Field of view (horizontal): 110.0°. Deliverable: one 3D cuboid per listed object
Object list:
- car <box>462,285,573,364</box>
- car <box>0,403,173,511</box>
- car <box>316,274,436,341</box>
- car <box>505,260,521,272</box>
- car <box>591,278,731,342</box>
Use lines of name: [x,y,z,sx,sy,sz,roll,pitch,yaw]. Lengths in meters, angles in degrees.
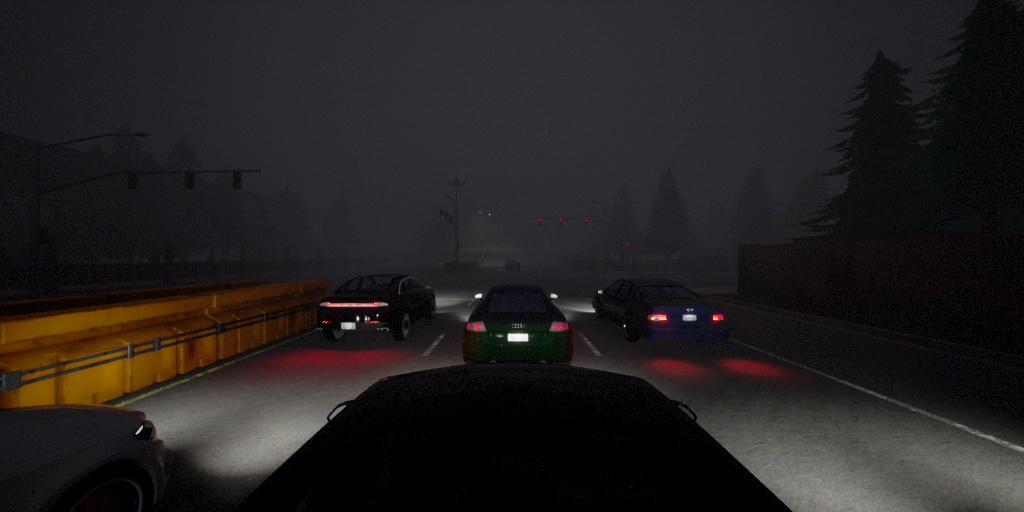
car: [0.099,1.314,7.924,1.994,1.385,4.181,0,0,0]
car: [-3.403,1.276,0.638,1.812,1.442,4.674,0,0,0]
car: [-3.400,1.241,9.875,2.128,1.511,4.902,0,0,0]
car: [0.097,1.228,45.865,1.882,1.535,5.008,0,0,0]
car: [3.599,1.297,9.781,2.033,1.411,5.357,0,0,0]
